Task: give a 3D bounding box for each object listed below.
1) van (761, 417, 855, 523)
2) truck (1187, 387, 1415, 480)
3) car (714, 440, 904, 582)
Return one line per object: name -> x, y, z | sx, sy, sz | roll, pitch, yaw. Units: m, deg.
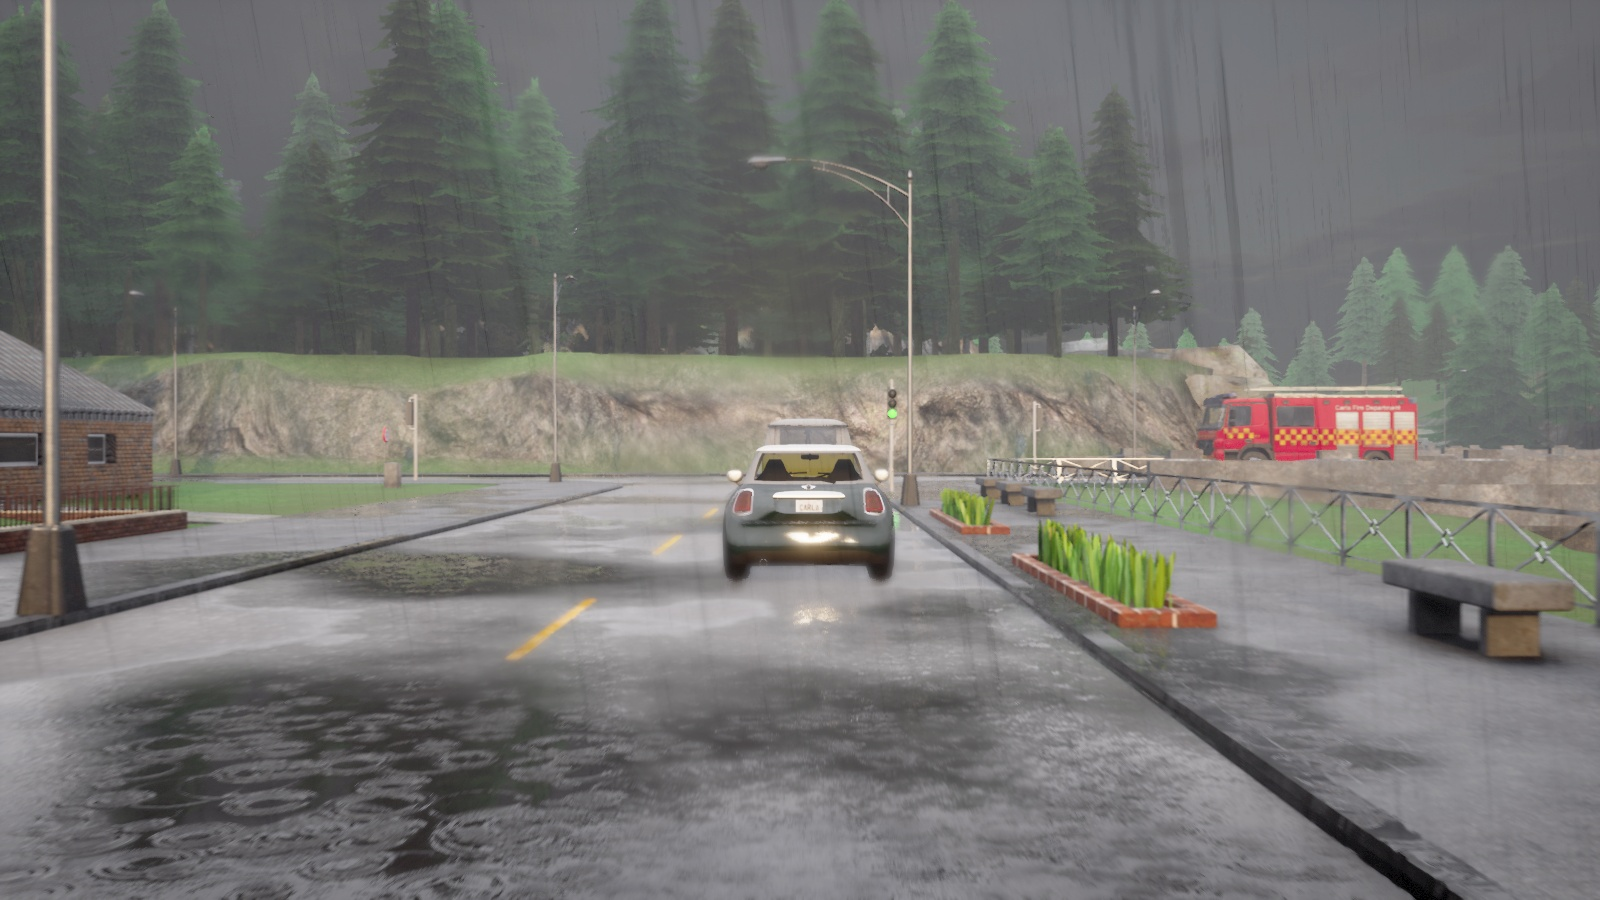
van -> 0.164, 0.354, 25.768 | 1.775, 1.987, 4.442 | 0, 0, 0
truck -> 21.047, -0.701, 53.083 | 8.468, 3.827, 2.891 | 0, 0, 0
car -> 0.102, 0.628, 14.969 | 1.970, 1.475, 3.806 | 0, 0, 0
